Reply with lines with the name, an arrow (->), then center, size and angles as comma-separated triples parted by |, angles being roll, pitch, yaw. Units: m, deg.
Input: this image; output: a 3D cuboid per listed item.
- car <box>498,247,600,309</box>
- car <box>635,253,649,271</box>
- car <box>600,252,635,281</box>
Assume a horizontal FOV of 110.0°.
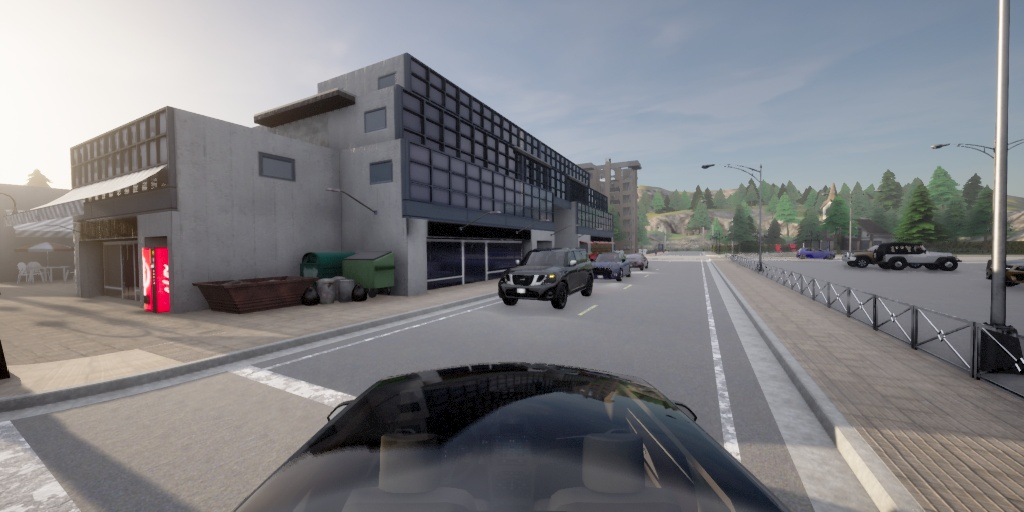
car -> 1.568, 0.693, 13.935 | 2.150, 2.045, 5.566 | 0, 1, 28
car -> 10.873, 0.462, 31.715 | 1.812, 1.442, 4.674 | 0, 2, 28
car -> 6.126, 0.561, 22.651 | 2.097, 1.767, 4.553 | 0, 2, 28
